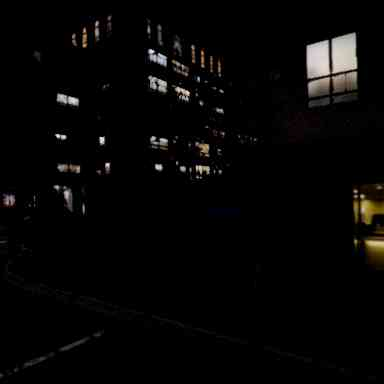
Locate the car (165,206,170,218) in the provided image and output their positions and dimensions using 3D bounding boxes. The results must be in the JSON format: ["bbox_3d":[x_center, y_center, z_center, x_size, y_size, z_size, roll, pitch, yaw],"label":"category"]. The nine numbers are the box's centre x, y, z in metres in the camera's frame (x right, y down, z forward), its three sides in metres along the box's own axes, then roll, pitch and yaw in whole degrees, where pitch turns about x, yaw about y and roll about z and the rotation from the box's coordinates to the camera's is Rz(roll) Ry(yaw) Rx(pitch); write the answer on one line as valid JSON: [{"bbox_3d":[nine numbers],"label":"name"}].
[{"bbox_3d":[-3.950,1.961,33.003,1.947,1.339,4.313,-2,-2,36],"label":"car"}]

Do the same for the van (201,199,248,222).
[{"bbox_3d":[2.802,1.523,28.056,1.690,1.788,3.998,-2,-2,36],"label":"van"}]

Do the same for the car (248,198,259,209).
[{"bbox_3d":[9.366,1.834,51.205,2.192,1.841,5.009,-2,-2,36],"label":"car"}]

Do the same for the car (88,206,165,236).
[{"bbox_3d":[-3.853,1.685,18.953,1.947,1.339,4.313,-2,-2,36],"label":"car"}]

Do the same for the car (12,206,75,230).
[{"bbox_3d":[-10.613,1.773,23.907,1.967,1.590,4.097,-2,-2,36],"label":"car"}]

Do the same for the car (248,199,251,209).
[{"bbox_3d":[6.041,2.039,46.651,2.008,1.369,4.403,-2,-2,36],"label":"car"}]

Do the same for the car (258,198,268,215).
[{"bbox_3d":[9.466,1.684,37.152,1.967,1.590,4.097,-2,-2,36],"label":"car"}]

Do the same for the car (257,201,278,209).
[{"bbox_3d":[12.703,2.132,55.748,1.802,1.307,4.206,-2,-2,36],"label":"car"}]

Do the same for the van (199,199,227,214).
[{"bbox_3d":[2.706,1.798,42.106,1.690,1.788,3.998,-2,-2,36],"label":"van"}]
